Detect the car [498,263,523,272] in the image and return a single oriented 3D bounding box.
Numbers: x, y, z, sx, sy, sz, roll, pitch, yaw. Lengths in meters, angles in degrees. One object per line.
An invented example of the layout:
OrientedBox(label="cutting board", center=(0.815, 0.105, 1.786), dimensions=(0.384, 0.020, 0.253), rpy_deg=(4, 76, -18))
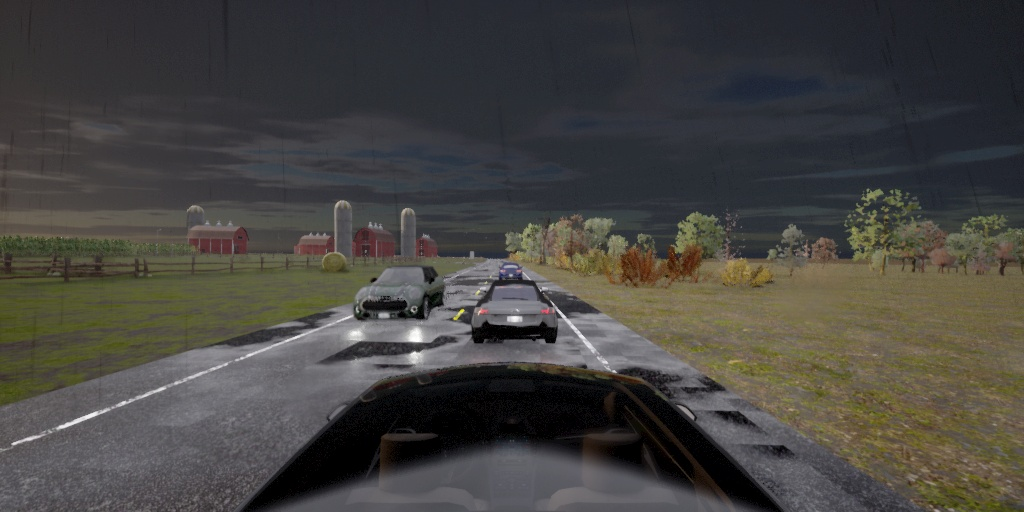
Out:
OrientedBox(label="car", center=(-0.117, 1.273, 29.033), dimensions=(1.812, 1.442, 4.674), rpy_deg=(0, 0, -1))

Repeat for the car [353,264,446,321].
OrientedBox(label="car", center=(-3.658, 1.100, 12.435), dimensions=(2.097, 1.767, 4.553), rpy_deg=(0, 0, 0))

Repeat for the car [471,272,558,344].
OrientedBox(label="car", center=(0.058, 1.312, 9.640), dimensions=(1.994, 1.385, 4.181), rpy_deg=(0, 0, 0))
